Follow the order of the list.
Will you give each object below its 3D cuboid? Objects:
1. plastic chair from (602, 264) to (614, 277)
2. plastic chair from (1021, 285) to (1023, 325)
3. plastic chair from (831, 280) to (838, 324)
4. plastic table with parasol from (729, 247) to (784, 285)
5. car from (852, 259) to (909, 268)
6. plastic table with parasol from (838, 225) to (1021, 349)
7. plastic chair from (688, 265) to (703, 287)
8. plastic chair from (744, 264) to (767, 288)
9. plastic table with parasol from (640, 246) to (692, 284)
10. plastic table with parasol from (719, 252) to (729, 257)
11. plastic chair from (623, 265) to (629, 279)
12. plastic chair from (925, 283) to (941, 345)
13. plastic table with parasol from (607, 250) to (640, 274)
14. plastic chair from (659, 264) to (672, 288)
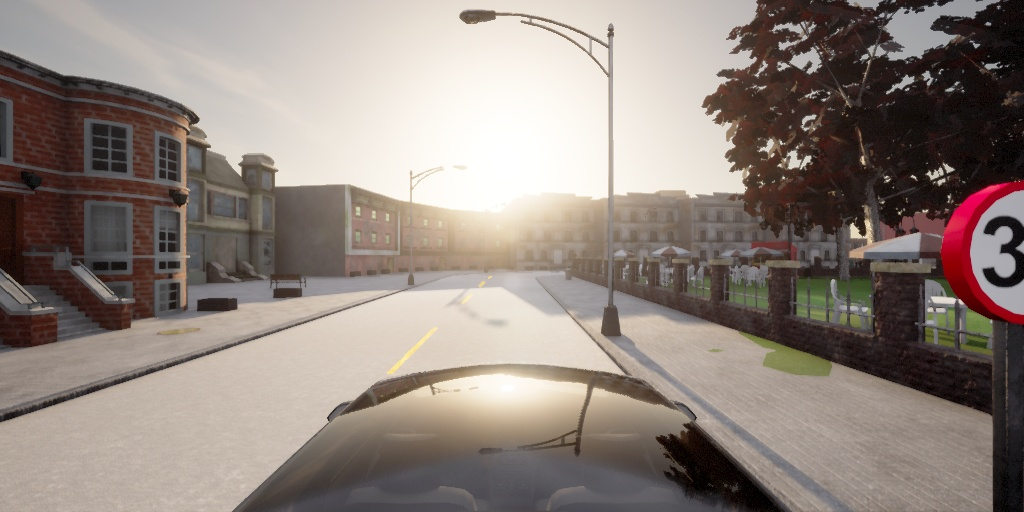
[{"bbox_3d":[7.998,1.338,30.343,0.730,1.272,0.750,0,0,0],"label":"plastic chair"},{"bbox_3d":[10.545,1.310,7.492,0.750,1.272,0.730,0,0,-35],"label":"plastic chair"},{"bbox_3d":[8.907,1.285,9.473,0.750,1.272,0.730,0,0,-40],"label":"plastic chair"},{"bbox_3d":[15.980,0.674,23.013,2.482,2.480,2.482,0,0,-38],"label":"plastic table with parasol"},{"bbox_3d":[44.835,1.001,43.557,5.566,2.045,2.150,0,0,0],"label":"car"},{"bbox_3d":[9.644,0.699,8.466,2.482,2.480,2.482,0,0,-40],"label":"plastic table with parasol"},{"bbox_3d":[10.994,1.267,21.542,0.750,1.272,0.730,0,0,-32],"label":"plastic chair"},{"bbox_3d":[15.144,1.295,22.281,0.730,1.272,0.750,0,0,-39],"label":"plastic chair"},{"bbox_3d":[10.049,0.630,22.555,2.482,2.480,2.482,0,0,-38],"label":"plastic table with parasol"},{"bbox_3d":[17.437,0.734,27.831,2.482,2.480,2.482,0,0,-40],"label":"plastic table with parasol"},{"bbox_3d":[9.330,1.337,28.925,0.750,1.272,0.730,0,0,5],"label":"plastic chair"},{"bbox_3d":[8.612,1.300,7.723,0.730,1.272,0.750,0,0,-40],"label":"plastic chair"},{"bbox_3d":[9.259,0.734,30.252,2.482,2.480,2.482,0,0,0],"label":"plastic table with parasol"},{"bbox_3d":[9.063,1.269,21.832,0.730,1.272,0.750,0,0,-40],"label":"plastic chair"}]
